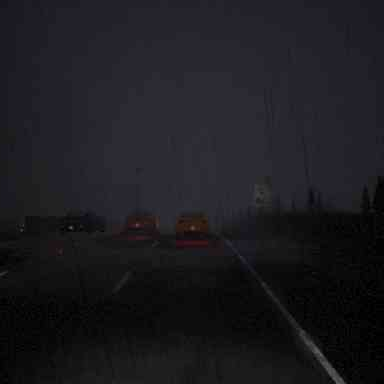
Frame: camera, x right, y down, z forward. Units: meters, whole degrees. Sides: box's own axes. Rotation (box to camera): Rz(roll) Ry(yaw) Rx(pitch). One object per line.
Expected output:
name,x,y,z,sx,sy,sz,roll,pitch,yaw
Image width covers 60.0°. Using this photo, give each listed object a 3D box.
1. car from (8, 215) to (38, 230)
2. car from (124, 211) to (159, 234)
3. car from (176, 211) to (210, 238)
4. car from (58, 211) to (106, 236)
car,-21.063,3.893,42.368,2.150,2.045,5.566,0,-8,1
car,-3.400,2.080,23.106,1.882,1.535,5.008,0,-4,0
car,0.063,1.895,20.244,1.882,1.535,5.008,0,-3,0
car,-6.899,1.979,21.408,2.128,1.511,4.902,0,-4,0
